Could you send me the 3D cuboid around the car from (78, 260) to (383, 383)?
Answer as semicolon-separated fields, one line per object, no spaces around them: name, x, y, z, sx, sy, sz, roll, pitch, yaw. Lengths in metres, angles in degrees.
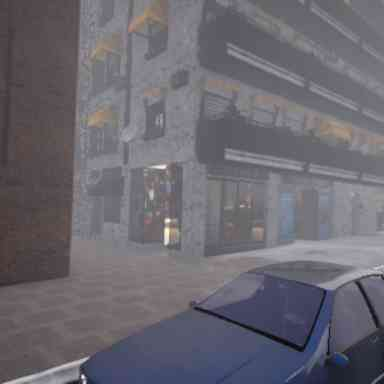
car;1.406;1.645;4.129;5.357;1.411;2.033;1;-2;-40
